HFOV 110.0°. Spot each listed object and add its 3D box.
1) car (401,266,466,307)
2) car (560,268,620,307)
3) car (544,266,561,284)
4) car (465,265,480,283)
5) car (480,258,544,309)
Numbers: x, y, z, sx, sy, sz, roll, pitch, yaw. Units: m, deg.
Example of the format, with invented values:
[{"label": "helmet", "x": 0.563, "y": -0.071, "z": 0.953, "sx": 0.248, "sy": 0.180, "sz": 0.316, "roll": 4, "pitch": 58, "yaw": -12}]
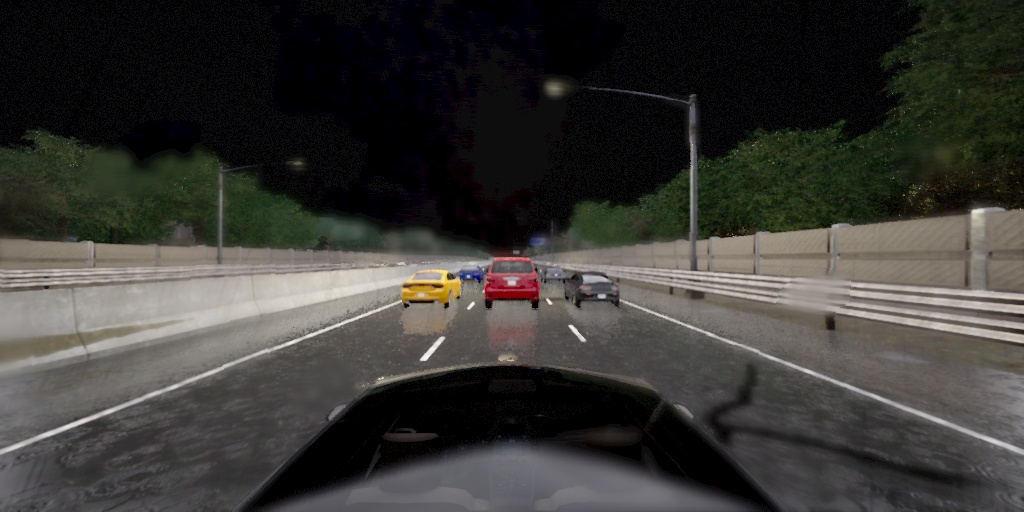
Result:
[{"label": "car", "x": -3.498, "y": 1.370, "z": 16.310, "sx": 1.882, "sy": 1.535, "sz": 5.008, "roll": 0, "pitch": 0, "yaw": 0}, {"label": "car", "x": 3.500, "y": 1.417, "z": 16.229, "sx": 1.812, "sy": 1.442, "sz": 4.674, "roll": 0, "pitch": 0, "yaw": 0}, {"label": "car", "x": 3.493, "y": 1.579, "z": 30.829, "sx": 2.033, "sy": 1.411, "sz": 5.357, "roll": 0, "pitch": -1, "yaw": 0}, {"label": "car", "x": -3.503, "y": 1.514, "z": 31.311, "sx": 1.882, "sy": 1.535, "sz": 5.008, "roll": 0, "pitch": 0, "yaw": 0}, {"label": "car", "x": -0.002, "y": 1.104, "z": 15.859, "sx": 2.150, "sy": 2.045, "sz": 5.566, "roll": 0, "pitch": 0, "yaw": 0}]
